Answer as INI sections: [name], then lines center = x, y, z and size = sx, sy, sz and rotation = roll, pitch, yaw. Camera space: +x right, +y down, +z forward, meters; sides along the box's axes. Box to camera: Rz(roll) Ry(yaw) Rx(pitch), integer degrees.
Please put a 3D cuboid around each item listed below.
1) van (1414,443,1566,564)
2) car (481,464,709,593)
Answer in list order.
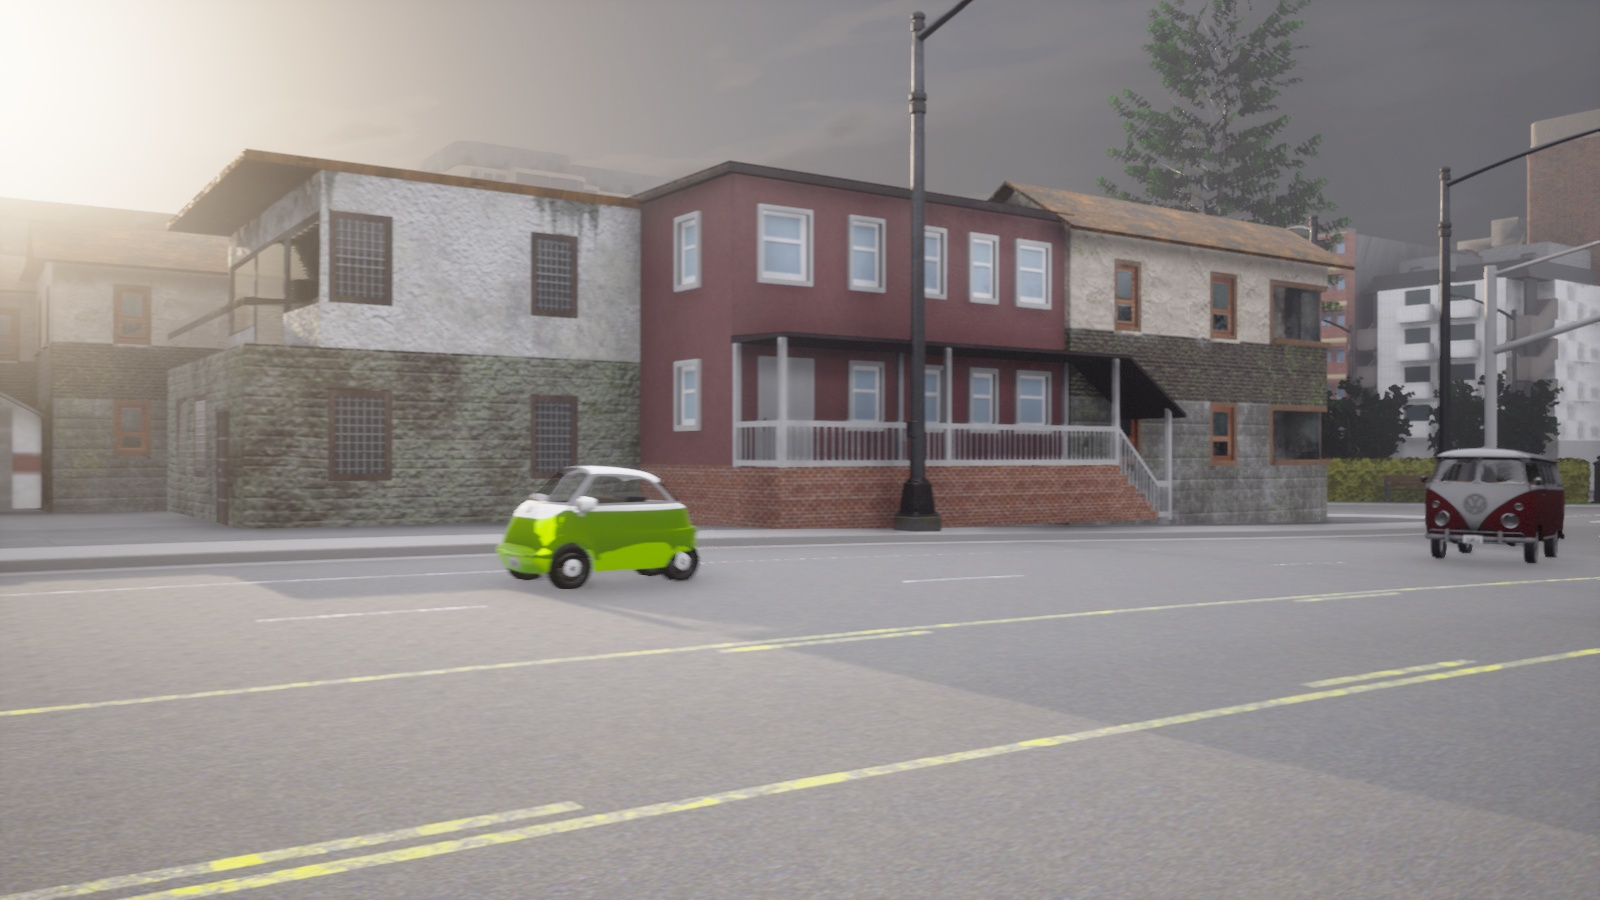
[van]
center = 12.730, 0.942, 23.019
size = 1.775, 1.987, 4.442
rotation = 0, -1, 37
[car]
center = -2.407, 0.874, 14.776
size = 2.207, 1.376, 1.481
rotation = 1, -1, -35
